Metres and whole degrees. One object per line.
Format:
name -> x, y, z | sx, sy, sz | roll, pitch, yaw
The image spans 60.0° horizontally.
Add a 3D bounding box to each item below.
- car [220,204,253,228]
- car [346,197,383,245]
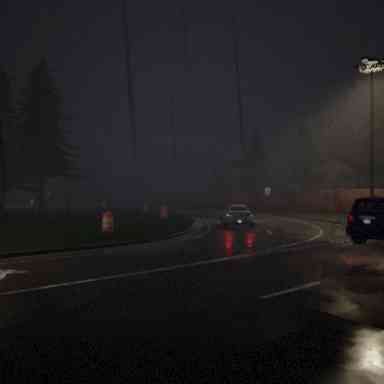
car -> 2.964, 1.541, 22.406 | 1.812, 1.442, 4.674 | 0, 0, 2
car -> 8.967, 1.237, 14.450 | 5.566, 2.045, 2.150 | 0, 0, -35
